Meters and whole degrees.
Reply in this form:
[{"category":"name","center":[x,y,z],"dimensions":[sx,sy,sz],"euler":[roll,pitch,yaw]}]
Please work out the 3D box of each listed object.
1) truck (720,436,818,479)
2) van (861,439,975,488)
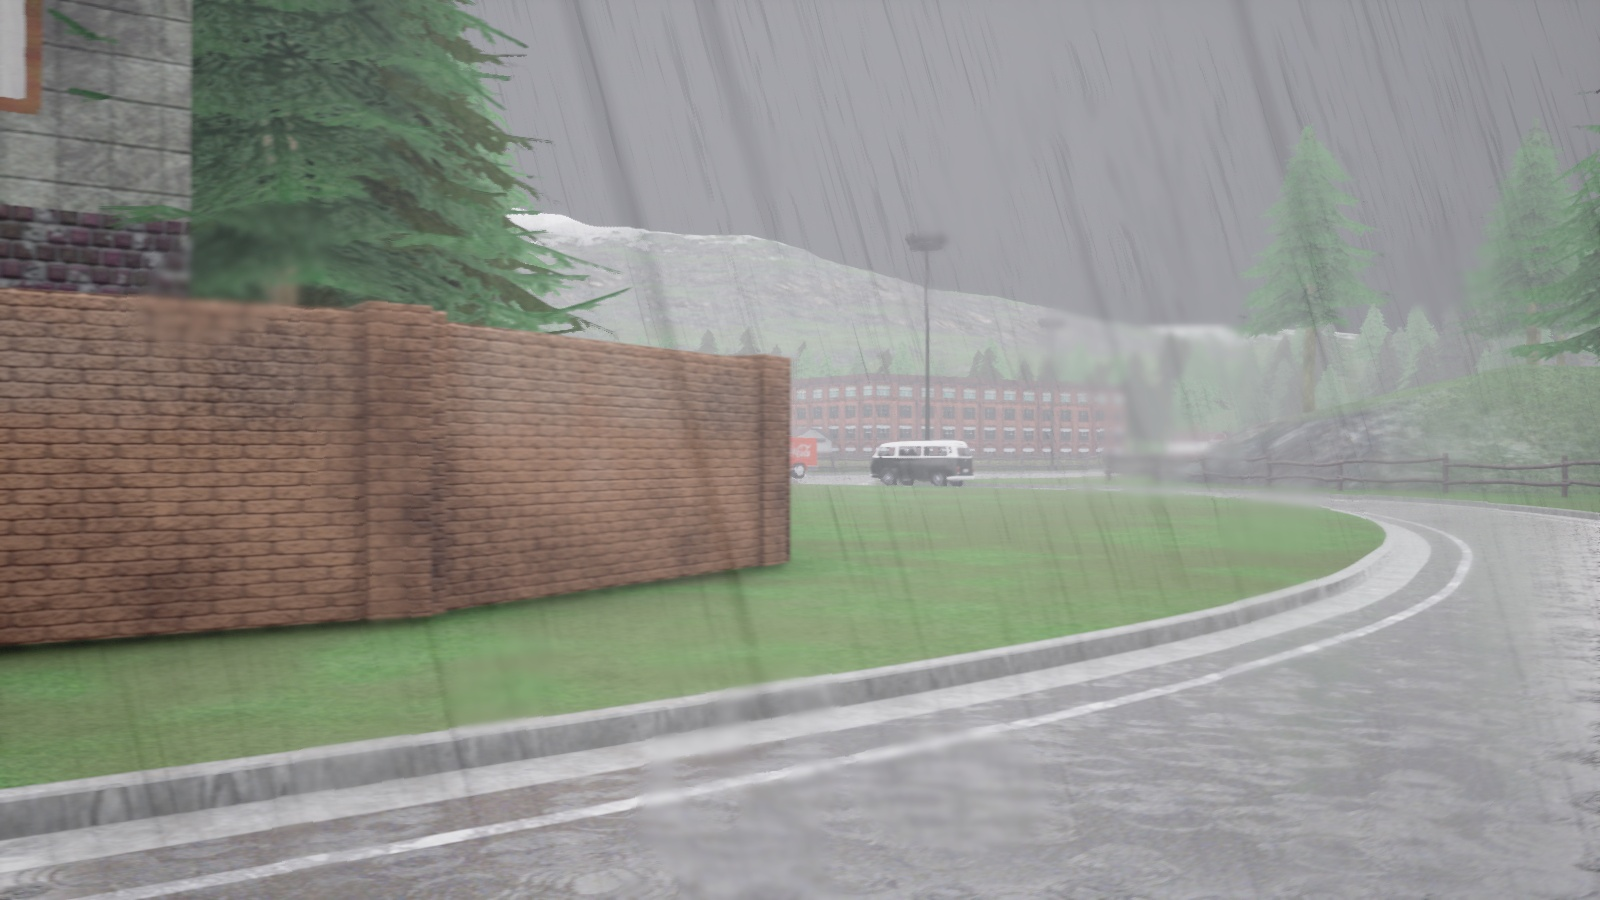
[{"category":"truck","center":[-1.844,0.444,74.405],"dimensions":[5.204,2.467,2.627],"euler":[0,0,-35]},{"category":"van","center":[5.110,0.591,54.453],"dimensions":[4.480,2.038,2.069],"euler":[0,-1,34]}]
